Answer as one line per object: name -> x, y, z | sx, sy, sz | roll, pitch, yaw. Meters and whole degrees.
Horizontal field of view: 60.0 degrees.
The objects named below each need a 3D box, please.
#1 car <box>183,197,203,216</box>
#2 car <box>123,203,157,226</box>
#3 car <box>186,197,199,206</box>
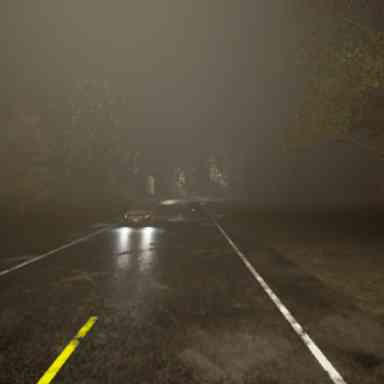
car -> 0.100, 1.497, 33.234 | 1.882, 1.535, 5.008 | 0, 0, 0
car -> -3.535, 1.539, 23.414 | 1.812, 1.442, 4.674 | 0, 0, 1
car -> 0.105, 1.581, 56.750 | 2.033, 1.411, 5.357 | 0, 0, 0
